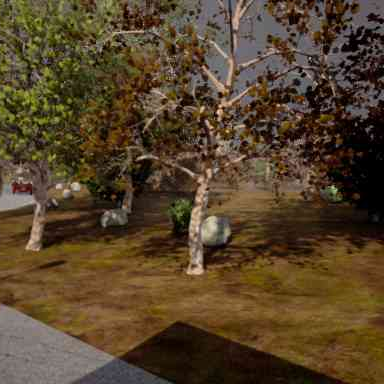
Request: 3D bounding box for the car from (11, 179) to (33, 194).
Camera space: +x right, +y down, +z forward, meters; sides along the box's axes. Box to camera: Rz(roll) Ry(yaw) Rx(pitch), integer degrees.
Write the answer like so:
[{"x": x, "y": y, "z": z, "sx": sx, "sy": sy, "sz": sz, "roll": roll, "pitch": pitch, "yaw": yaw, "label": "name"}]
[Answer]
[{"x": -19.160, "y": -0.754, "z": 37.428, "sx": 1.882, "sy": 1.535, "sz": 5.008, "roll": 3, "pitch": 4, "yaw": -31, "label": "car"}]
